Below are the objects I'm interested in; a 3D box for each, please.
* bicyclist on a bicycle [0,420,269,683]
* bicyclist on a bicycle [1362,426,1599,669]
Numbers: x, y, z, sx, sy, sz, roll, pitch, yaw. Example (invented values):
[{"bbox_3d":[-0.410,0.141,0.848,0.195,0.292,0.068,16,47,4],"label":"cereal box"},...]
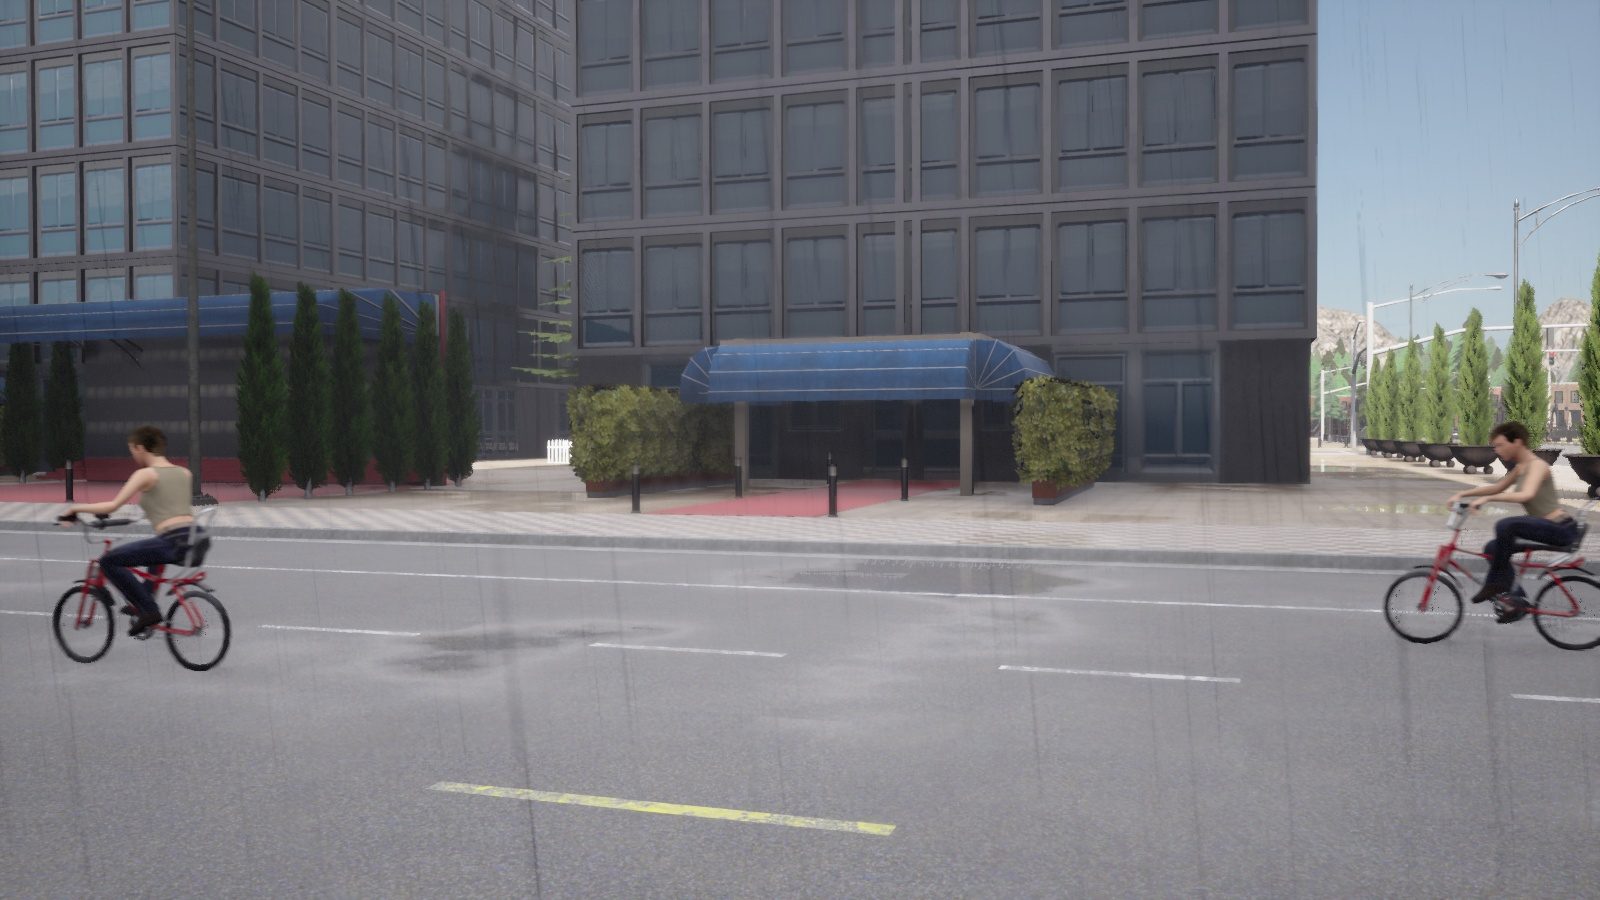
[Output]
[{"bbox_3d":[-4.460,0.613,8.350,1.509,1.612,0.866,0,1,18],"label":"bicyclist on a bicycle"},{"bbox_3d":[4.881,0.638,8.944,1.509,1.612,0.866,1,1,18],"label":"bicyclist on a bicycle"}]
